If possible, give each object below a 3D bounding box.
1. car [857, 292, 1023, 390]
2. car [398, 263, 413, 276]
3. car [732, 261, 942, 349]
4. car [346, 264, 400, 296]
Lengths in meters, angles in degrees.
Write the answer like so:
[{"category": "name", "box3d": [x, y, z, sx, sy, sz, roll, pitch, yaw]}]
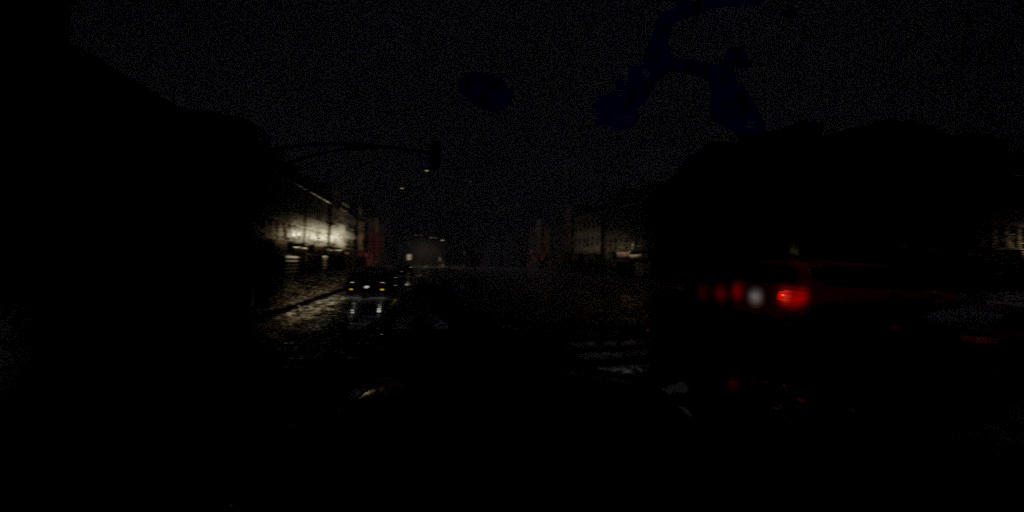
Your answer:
[{"category": "car", "box3d": [9.063, 1.482, 6.599, 4.207, 1.307, 1.802, 0, 0, -12]}, {"category": "car", "box3d": [-11.931, 1.460, 39.435, 1.994, 1.385, 4.181, 2, -1, -12]}, {"category": "car", "box3d": [8.840, 1.174, 9.570, 5.566, 2.045, 2.150, 1, -1, -9]}, {"category": "car", "box3d": [-7.466, 1.321, 19.338, 1.994, 1.385, 4.181, 2, -1, -13]}]
